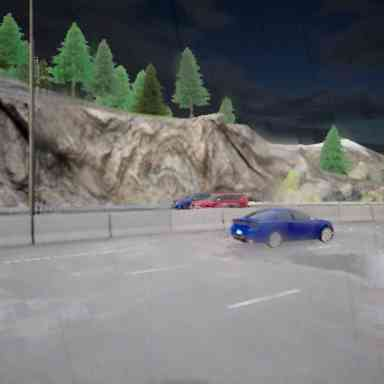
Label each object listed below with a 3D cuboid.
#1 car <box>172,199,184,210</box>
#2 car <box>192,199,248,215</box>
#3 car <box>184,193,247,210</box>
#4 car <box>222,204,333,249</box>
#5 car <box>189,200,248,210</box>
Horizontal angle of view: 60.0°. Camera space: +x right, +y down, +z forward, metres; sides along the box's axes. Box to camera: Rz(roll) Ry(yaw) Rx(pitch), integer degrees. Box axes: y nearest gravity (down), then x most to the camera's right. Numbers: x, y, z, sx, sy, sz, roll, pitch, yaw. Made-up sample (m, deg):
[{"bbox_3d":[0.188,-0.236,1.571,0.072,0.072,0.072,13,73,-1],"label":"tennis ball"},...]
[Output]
[{"bbox_3d":[0.547,1.117,36.708,5.566,2.045,2.150,0,0,-27],"label":"car"},{"bbox_3d":[2.886,1.450,34.003,5.357,1.411,2.033,0,0,-27],"label":"car"},{"bbox_3d":[2.487,1.134,29.846,5.566,2.045,2.150,0,0,-28],"label":"car"},{"bbox_3d":[3.993,1.436,14.413,5.008,1.535,1.882,0,0,-31],"label":"car"},{"bbox_3d":[2.498,1.526,25.878,4.718,1.301,1.895,0,0,-29],"label":"car"}]
